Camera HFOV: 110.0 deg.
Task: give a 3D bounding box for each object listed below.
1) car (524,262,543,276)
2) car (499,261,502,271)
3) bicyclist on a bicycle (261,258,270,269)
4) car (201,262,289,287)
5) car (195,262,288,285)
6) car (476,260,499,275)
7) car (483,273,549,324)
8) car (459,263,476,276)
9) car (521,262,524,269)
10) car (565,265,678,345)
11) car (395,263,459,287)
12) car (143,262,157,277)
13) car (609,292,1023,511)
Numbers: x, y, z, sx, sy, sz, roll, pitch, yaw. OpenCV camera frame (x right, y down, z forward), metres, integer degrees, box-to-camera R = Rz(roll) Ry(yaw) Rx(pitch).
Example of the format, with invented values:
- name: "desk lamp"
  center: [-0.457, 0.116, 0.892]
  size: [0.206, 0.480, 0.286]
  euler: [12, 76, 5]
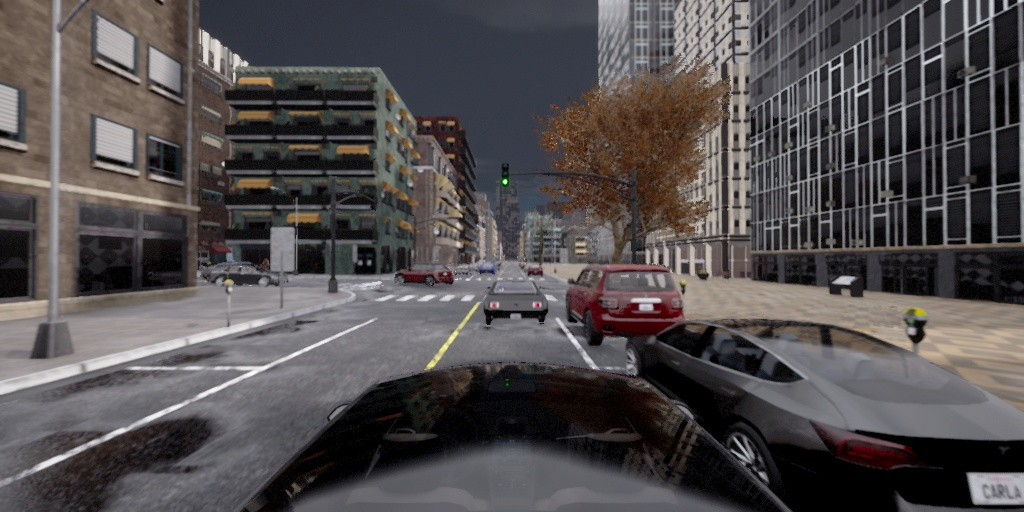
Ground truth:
- name: "car"
  center: [2.683, 1.636, 41.961]
  size: [1.888, 1.381, 4.507]
  euler: [0, 0, 0]
- name: "car"
  center: [-3.064, 1.829, 61.102]
  size: [1.994, 1.385, 4.181]
  euler: [0, 0, 1]
- name: "bicyclist on a bicycle"
  center: [-23.175, 1.020, 33.811]
  size: [0.582, 1.620, 1.656]
  euler: [1, 0, -1]
- name: "car"
  center: [-16.440, 1.259, 22.544]
  size: [4.403, 1.370, 2.007]
  euler: [0, 0, -1]
- name: "car"
  center: [-18.820, 1.190, 25.115]
  size: [4.902, 1.511, 2.128]
  euler: [1, -1, -1]
- name: "car"
  center: [-3.097, 1.601, 45.668]
  size: [1.882, 1.535, 5.008]
  euler: [0, -1, 0]
- name: "car"
  center: [0.069, 1.438, 12.381]
  size: [1.895, 1.301, 4.718]
  euler: [0, 0, -1]
- name: "car"
  center: [-5.698, 1.640, 41.959]
  size: [2.007, 1.370, 4.403]
  euler: [0, 0, 0]
- name: "car"
  center: [2.680, 1.717, 53.195]
  size: [1.751, 1.417, 4.829]
  euler: [0, 0, 0]
- name: "car"
  center: [2.689, 1.129, 9.574]
  size: [2.192, 1.841, 5.009]
  euler: [0, 0, 0]
- name: "car"
  center: [-6.615, 1.301, 26.863]
  size: [4.553, 1.767, 2.097]
  euler: [0, -1, 32]
- name: "car"
  center: [-33.195, 1.102, 30.753]
  size: [4.403, 1.370, 2.007]
  euler: [0, 0, -1]
- name: "car"
  center: [2.690, 1.335, 4.051]
  size: [1.948, 1.339, 4.313]
  euler: [0, 0, 0]
